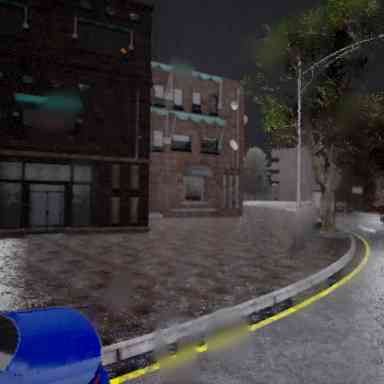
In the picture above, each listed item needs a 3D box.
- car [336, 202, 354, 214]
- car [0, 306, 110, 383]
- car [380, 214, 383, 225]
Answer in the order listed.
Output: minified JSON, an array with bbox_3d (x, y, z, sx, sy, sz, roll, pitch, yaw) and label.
[{"bbox_3d":[16.267,1.753,37.960,1.895,1.301,4.718,1,1,-6],"label":"car"},{"bbox_3d":[-2.970,1.486,1.719,5.008,1.535,1.882,1,-1,-31],"label":"car"},{"bbox_3d":[15.051,1.859,23.499,2.033,1.411,5.357,1,0,13],"label":"car"}]
